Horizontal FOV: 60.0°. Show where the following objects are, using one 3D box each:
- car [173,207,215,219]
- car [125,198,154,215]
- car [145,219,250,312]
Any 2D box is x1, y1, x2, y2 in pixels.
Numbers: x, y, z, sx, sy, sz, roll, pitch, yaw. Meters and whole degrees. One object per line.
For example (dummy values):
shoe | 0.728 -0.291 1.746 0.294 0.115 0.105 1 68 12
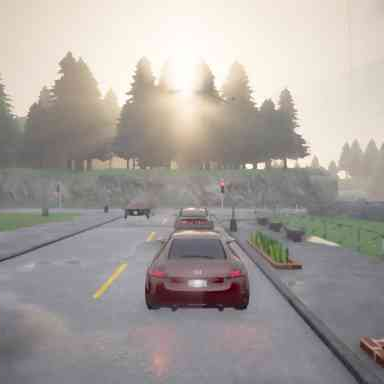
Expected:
car | 0.091 1.505 16.721 1.837 1.490 4.892 0 0 0
car | -4.014 1.195 26.113 1.882 1.535 5.008 0 0 0
car | 0.096 1.564 7.809 1.994 1.385 4.181 0 0 0
